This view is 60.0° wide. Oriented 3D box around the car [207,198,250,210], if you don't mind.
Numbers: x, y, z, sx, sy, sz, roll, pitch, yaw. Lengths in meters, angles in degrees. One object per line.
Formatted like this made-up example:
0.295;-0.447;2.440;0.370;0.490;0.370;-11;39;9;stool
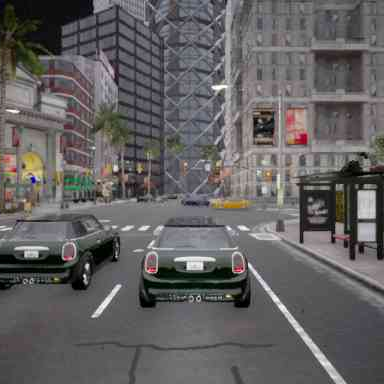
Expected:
4.892;1.477;42.563;5.008;1.535;1.882;0;-1;-14;car

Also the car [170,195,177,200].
-5.656;1.540;92.841;2.033;1.411;5.357;0;0;13;car

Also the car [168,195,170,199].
-6.976;1.524;80.676;1.812;1.442;4.674;0;0;0;car

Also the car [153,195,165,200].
-9.223;1.595;92.963;1.895;1.301;4.718;0;0;13;car

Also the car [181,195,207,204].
0.525;1.352;50.412;4.553;1.767;2.097;0;0;34;car

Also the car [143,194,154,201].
-10.475;1.355;80.750;2.097;1.767;4.553;0;0;0;car

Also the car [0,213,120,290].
-3.427;1.352;9.247;2.097;1.767;4.553;0;0;0;car

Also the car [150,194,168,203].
-6.981;1.525;70.499;2.128;1.511;4.902;0;0;0;car

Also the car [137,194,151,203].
-10.481;1.595;70.455;1.895;1.301;4.718;0;0;0;car

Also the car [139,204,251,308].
0.066;1.352;8.104;2.097;1.767;4.553;0;0;0;car
